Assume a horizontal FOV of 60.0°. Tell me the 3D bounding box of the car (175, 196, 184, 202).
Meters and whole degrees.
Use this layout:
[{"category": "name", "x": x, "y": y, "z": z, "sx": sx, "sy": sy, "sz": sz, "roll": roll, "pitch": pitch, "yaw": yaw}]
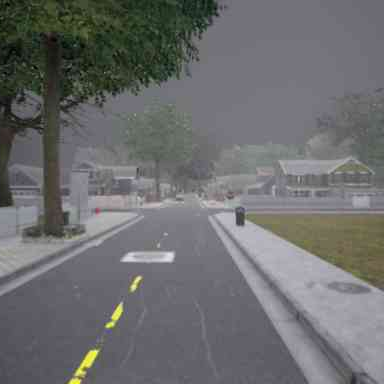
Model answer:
[{"category": "car", "x": -2.739, "y": 1.535, "z": 74.271, "sx": 1.895, "sy": 1.301, "sz": 4.718, "roll": 0, "pitch": 0, "yaw": 0}]
